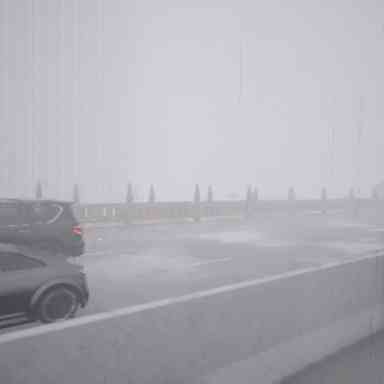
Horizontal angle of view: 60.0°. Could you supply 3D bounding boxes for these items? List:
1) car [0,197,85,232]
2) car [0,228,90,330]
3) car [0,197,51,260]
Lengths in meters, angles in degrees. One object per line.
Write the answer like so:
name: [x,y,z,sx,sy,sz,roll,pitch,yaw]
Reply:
car: [-5.631,1.222,8.574,5.566,2.045,2.150,0,0,-35]
car: [-3.904,1.564,5.506,4.181,1.385,1.994,0,0,-35]
car: [-7.971,1.221,11.203,5.566,2.045,2.150,0,0,-35]
